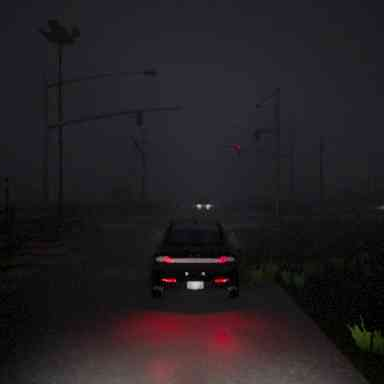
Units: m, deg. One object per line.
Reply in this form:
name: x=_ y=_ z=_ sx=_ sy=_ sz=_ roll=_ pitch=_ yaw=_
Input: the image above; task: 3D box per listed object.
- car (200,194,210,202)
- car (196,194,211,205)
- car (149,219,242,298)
car: x=2.534 y=1.059 z=63.972 sx=1.812 sy=1.442 sz=4.674 roll=0 pitch=1 yaw=3
car: x=1.722 y=1.199 z=48.746 sx=1.994 sy=1.385 sz=4.181 roll=0 pitch=0 yaw=3
car: x=0.078 y=1.434 z=8.361 sx=2.128 sy=1.511 sz=4.902 roll=0 pitch=0 yaw=0
